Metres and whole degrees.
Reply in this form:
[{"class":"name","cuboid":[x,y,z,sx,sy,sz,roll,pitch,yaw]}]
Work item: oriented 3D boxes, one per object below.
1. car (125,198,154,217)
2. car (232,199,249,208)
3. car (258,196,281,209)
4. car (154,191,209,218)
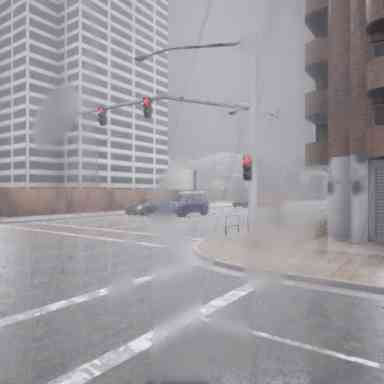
[{"class":"car","cuboid":[-4.134,1.349,31.298,2.097,1.767,4.553,0,0,35]},{"class":"car","cuboid":[7.608,1.600,47.728,1.895,1.301,4.718,0,0,35]},{"class":"car","cuboid":[10.500,1.368,45.755,2.097,1.767,4.553,0,0,35]},{"class":"car","cuboid":[-0.579,1.216,30.249,2.150,2.045,5.566,0,0,36]}]
